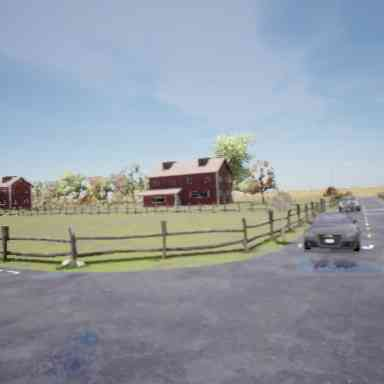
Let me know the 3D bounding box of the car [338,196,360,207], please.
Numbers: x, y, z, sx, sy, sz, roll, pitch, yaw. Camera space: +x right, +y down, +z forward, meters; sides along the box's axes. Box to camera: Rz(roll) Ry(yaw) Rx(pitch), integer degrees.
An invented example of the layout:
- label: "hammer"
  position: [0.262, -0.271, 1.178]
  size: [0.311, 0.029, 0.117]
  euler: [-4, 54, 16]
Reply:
- label: "car"
  position: [17.050, 1.210, 36.049]
  size: [2.097, 1.767, 4.553]
  euler: [-3, -1, 27]

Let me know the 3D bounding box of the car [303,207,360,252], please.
- label: "car"
  position: [5.869, 1.568, 13.862]
  size: [1.994, 1.385, 4.181]
  euler: [-3, -1, 27]
